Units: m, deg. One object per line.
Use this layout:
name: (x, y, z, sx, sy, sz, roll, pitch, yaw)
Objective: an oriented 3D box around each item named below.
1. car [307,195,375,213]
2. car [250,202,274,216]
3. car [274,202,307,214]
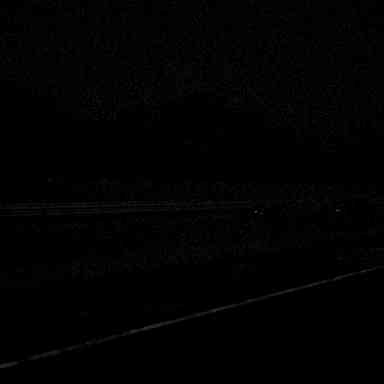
car: (11.380, 1.230, 24.683, 5.566, 2.045, 2.150, 0, 0, -34)
car: (7.255, 1.568, 30.335, 4.181, 1.385, 1.994, 0, 0, -34)
car: (9.158, 1.570, 27.397, 4.181, 1.385, 1.994, 0, 0, -34)
